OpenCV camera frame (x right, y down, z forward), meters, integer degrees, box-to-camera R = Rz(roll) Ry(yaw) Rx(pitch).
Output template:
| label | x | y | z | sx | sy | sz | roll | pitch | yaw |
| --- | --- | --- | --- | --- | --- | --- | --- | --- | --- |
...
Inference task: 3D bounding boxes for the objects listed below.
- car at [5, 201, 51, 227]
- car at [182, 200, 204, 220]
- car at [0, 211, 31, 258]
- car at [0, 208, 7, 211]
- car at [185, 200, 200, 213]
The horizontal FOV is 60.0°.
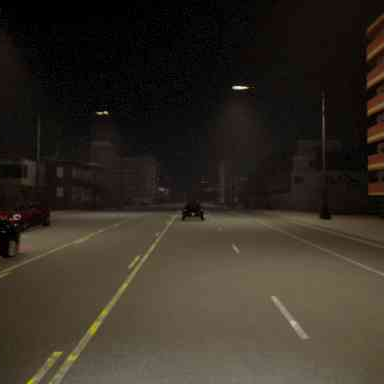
| label | x | y | z | sx | sy | sz | roll | pitch | yaw |
| --- | --- | --- | --- | --- | --- | --- | --- | --- | --- |
| car | -10.553 | 1.414 | 20.480 | 2.097 | 1.767 | 4.553 | 0 | 0 | 0 |
| car | 0.087 | 1.622 | 29.156 | 1.812 | 1.442 | 4.674 | 0 | 0 | 0 |
| car | -7.091 | 1.537 | 10.093 | 1.837 | 1.490 | 4.892 | 0 | 0 | 0 |
| car | -10.500 | 1.612 | 14.794 | 1.994 | 1.385 | 4.181 | 0 | 0 | 0 |
| car | 0.082 | 1.813 | 43.021 | 1.882 | 1.535 | 5.008 | 0 | -1 | 0 |
